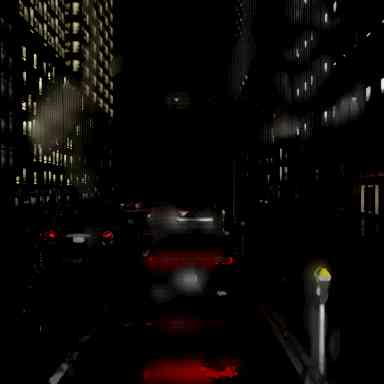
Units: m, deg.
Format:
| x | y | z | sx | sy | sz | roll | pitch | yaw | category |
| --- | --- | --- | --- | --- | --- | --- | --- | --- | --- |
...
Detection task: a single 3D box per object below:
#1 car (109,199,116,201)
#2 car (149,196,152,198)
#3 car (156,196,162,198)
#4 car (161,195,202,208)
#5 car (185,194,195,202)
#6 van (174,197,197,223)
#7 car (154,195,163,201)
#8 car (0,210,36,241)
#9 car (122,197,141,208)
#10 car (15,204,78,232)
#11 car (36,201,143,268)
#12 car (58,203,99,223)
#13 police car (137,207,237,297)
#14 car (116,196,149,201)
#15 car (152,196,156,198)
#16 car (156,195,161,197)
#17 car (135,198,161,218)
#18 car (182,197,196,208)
| x | y | z | sx | sy | sz | roll | pitch | yaw | category |
| --- | --- | --- | --- | --- | --- | --- | --- | --- | --- |
| -8.844 | 1.544 | 37.723 | 2.008 | 1.369 | 4.403 | -1 | 0 | 0 | car |
| -8.843 | 1.570 | 60.458 | 1.802 | 1.307 | 4.206 | -1 | 0 | 0 | car |
| -3.058 | 1.556 | 42.264 | 1.994 | 1.385 | 4.181 | 0 | 0 | 0 | car |
| -0.465 | 1.311 | 20.672 | 2.192 | 1.841 | 5.009 | -1 | 0 | 0 | car |
| -0.465 | 1.298 | 77.509 | 2.192 | 1.841 | 5.009 | -1 | 0 | 0 | car |
| -0.465 | 1.336 | 26.356 | 1.690 | 1.788 | 3.998 | -1 | 0 | 0 | van |
| -8.844 | 1.545 | 88.876 | 1.947 | 1.339 | 4.313 | -1 | 0 | 0 | car |
| -8.843 | 1.542 | 14.989 | 1.887 | 1.381 | 4.507 | -1 | 0 | 0 | car |
| -8.843 | 1.541 | 49.090 | 2.008 | 1.369 | 4.403 | -1 | 0 | 0 | car |
| -8.844 | 1.547 | 20.672 | 2.008 | 1.369 | 4.403 | -1 | 0 | 0 | car |
| -3.147 | 1.351 | 11.367 | 2.097 | 1.767 | 4.553 | 0 | 0 | 0 | car |
| -8.843 | 1.577 | 26.356 | 1.802 | 1.307 | 4.206 | -1 | 0 | 0 | car |
| -0.012 | 1.423 | 8.762 | 1.930 | 1.638 | 5.238 | 0 | 0 | 0 | police car |
| -6.230 | 1.346 | 35.245 | 2.097 | 1.767 | 4.553 | 0 | 0 | 0 | car |
| -8.845 | 1.426 | 66.141 | 1.967 | 1.590 | 4.097 | -1 | 0 | 0 | car |
| -8.843 | 1.509 | 77.339 | 1.752 | 1.417 | 4.829 | -1 | 0 | 0 | car |
| -3.059 | 1.500 | 26.600 | 1.837 | 1.490 | 4.892 | 0 | 0 | 0 | car |
| -0.463 | 1.541 | 49.090 | 2.008 | 1.369 | 4.403 | -1 | 0 | 0 | car |
